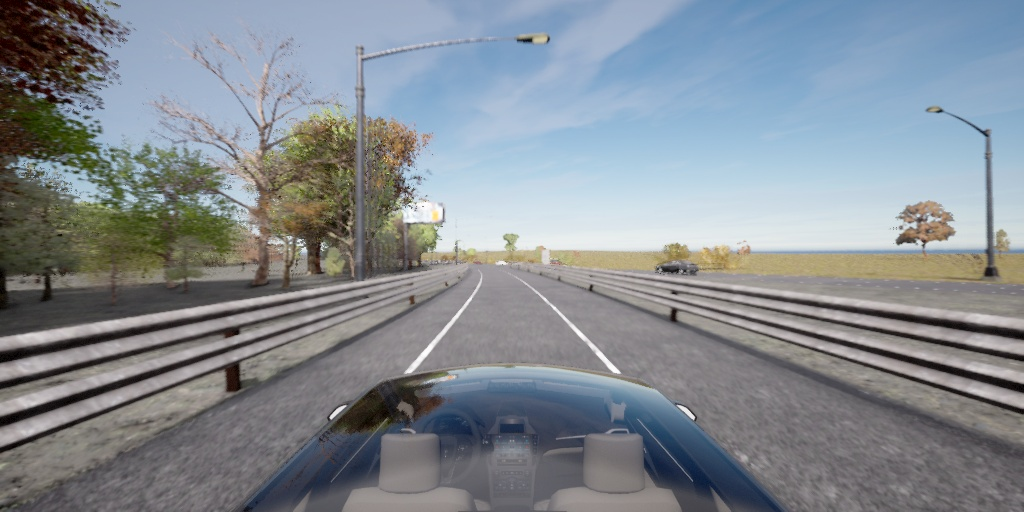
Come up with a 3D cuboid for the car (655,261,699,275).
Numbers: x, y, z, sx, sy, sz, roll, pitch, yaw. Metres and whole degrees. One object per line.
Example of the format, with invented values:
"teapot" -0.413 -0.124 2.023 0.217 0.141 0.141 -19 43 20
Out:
"car" 17.481 1.228 38.177 2.128 1.511 4.902 0 0 -21
